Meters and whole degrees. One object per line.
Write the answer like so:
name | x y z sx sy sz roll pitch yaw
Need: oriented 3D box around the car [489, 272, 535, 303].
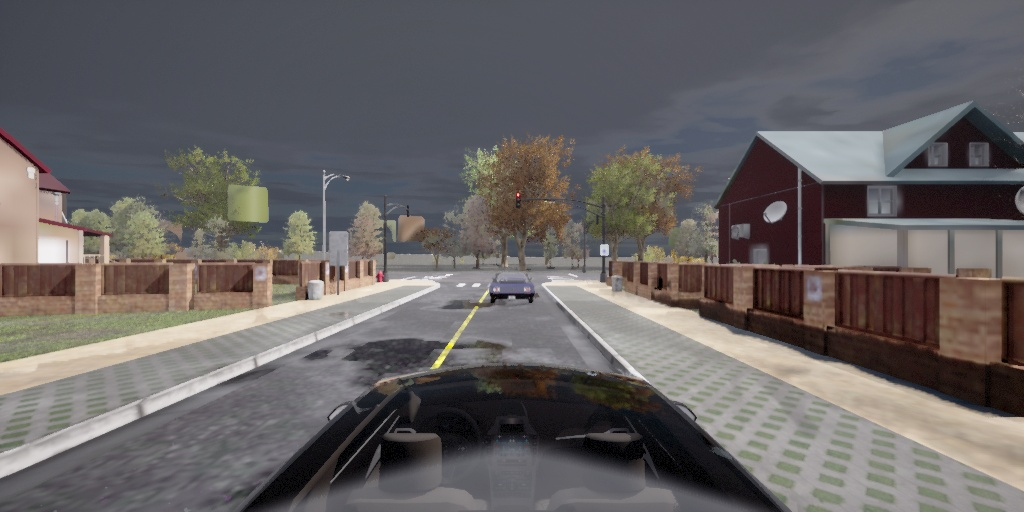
car | 0.000 1.366 16.530 1.895 1.301 4.718 0 0 0
